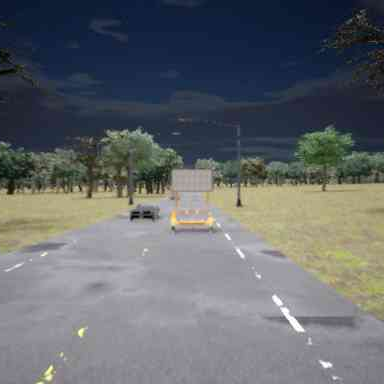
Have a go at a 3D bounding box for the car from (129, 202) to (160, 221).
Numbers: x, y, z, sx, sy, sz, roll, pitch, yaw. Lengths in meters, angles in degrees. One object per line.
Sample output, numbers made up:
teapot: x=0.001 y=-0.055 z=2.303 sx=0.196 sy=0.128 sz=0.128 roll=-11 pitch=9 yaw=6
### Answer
car: x=-3.594 y=1.484 z=25.827 sx=1.895 sy=1.301 sz=4.718 roll=0 pitch=0 yaw=0

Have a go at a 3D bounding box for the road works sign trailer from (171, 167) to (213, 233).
road works sign trailer: x=0.003 y=0.394 z=19.092 sx=2.380 sy=3.560 sz=2.880 roll=0 pitch=0 yaw=0

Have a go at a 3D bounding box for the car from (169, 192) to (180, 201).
car: x=-3.492 y=0.810 z=67.655 sx=2.097 sy=1.767 sz=4.553 roll=0 pitch=1 yaw=0
